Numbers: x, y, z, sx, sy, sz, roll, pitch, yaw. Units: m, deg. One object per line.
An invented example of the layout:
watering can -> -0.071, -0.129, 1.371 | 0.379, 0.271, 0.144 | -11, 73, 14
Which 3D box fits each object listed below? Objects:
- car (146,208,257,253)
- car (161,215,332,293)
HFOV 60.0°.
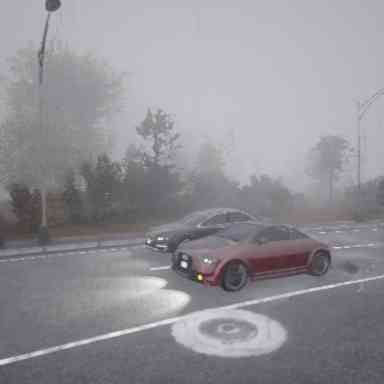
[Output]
car -> 0.732, 1.393, 12.134 | 4.892, 1.490, 1.837 | 0, 0, -27
car -> 1.591, 1.489, 8.631 | 4.181, 1.385, 1.994 | 0, 1, -27
